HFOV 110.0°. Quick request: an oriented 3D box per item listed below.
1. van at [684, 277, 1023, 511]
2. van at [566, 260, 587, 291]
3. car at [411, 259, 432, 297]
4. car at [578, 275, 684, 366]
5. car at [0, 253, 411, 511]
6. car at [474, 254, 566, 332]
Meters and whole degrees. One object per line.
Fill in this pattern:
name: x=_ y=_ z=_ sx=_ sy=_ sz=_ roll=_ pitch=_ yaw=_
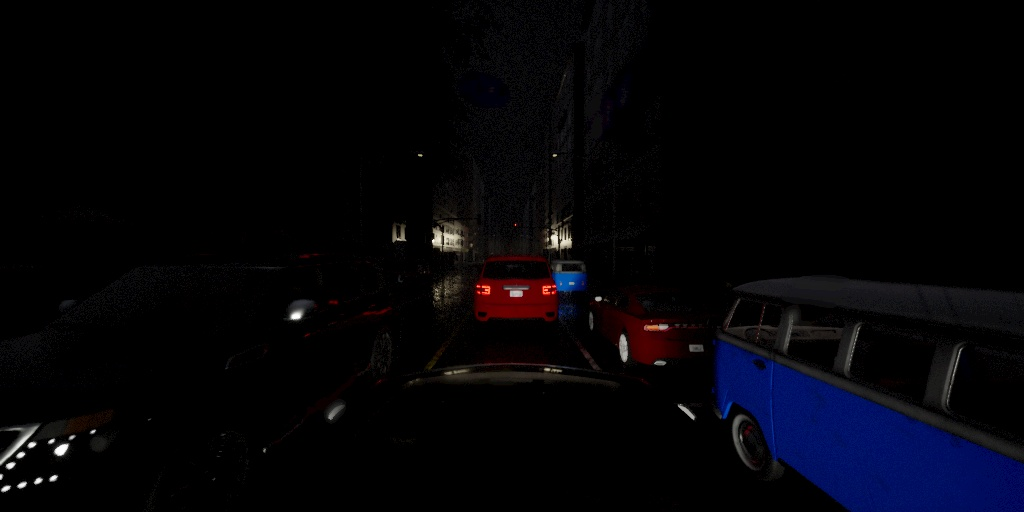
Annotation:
van: x=2.856 y=1.091 z=2.132 sx=1.690 sy=1.789 sz=3.998 roll=0 pitch=0 yaw=0
van: x=2.889 y=1.085 z=19.114 sx=1.690 sy=1.789 sz=3.998 roll=0 pitch=0 yaw=0
car: x=-5.636 y=1.059 z=19.090 sx=2.192 sy=1.841 sz=5.009 roll=0 pitch=0 yaw=0
car: x=2.867 y=1.294 z=7.793 sx=1.888 sy=1.381 sz=4.507 roll=0 pitch=0 yaw=0
car: x=-3.097 y=0.971 z=4.219 sx=2.150 sy=2.045 sz=5.566 roll=0 pitch=0 yaw=0
car: x=0.118 y=0.970 z=11.016 sx=2.150 sy=2.045 sz=5.566 roll=0 pitch=0 yaw=0
